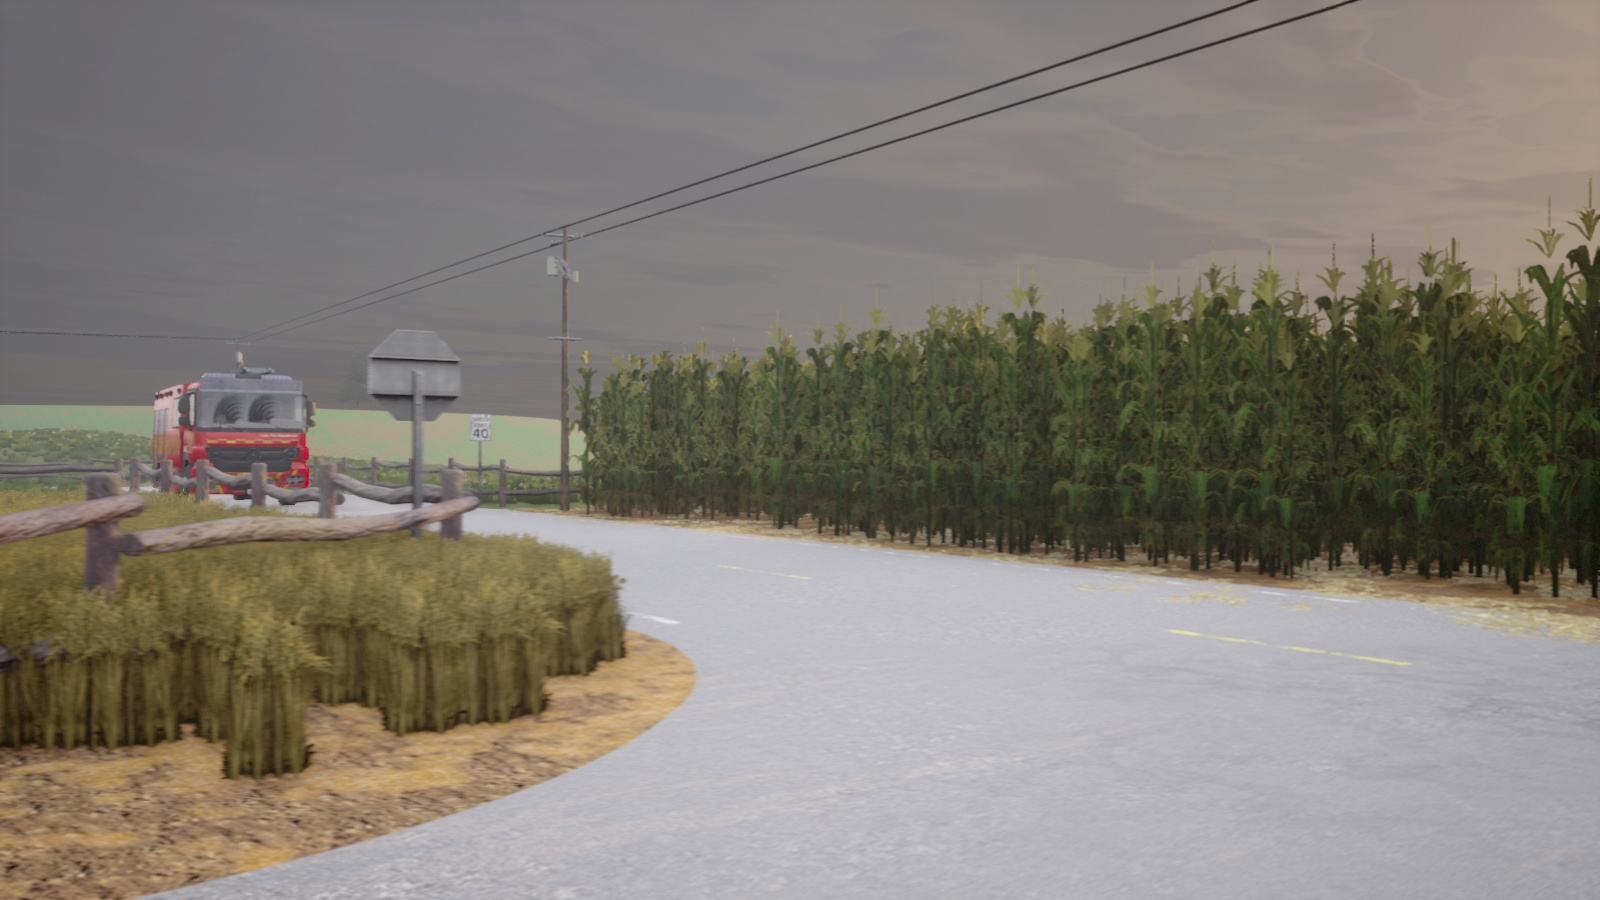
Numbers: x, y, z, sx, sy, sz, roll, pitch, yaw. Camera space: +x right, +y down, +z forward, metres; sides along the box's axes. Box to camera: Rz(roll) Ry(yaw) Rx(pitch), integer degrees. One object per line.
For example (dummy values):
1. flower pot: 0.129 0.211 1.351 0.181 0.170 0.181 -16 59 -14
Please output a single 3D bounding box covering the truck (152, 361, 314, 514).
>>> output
1. truck: -16.371 -0.297 35.861 2.891 3.827 8.468 0 0 -34
